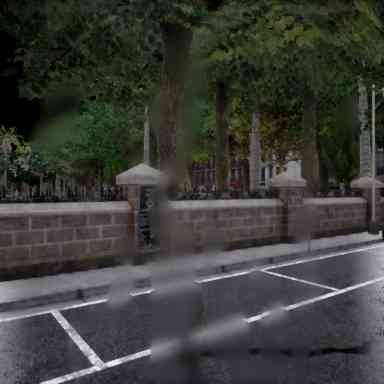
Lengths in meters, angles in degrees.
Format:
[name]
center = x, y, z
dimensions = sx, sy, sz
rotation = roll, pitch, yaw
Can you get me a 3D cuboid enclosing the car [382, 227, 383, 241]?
[car]
center = 9.786, 1.310, 13.538
dimensions = 5.009, 1.841, 2.192
rotation = 0, 0, -36
